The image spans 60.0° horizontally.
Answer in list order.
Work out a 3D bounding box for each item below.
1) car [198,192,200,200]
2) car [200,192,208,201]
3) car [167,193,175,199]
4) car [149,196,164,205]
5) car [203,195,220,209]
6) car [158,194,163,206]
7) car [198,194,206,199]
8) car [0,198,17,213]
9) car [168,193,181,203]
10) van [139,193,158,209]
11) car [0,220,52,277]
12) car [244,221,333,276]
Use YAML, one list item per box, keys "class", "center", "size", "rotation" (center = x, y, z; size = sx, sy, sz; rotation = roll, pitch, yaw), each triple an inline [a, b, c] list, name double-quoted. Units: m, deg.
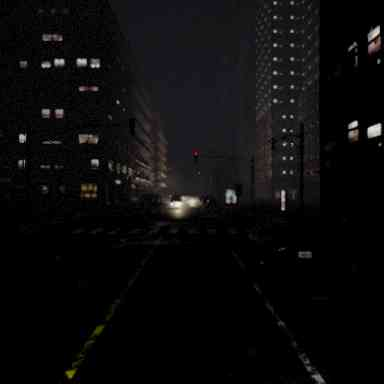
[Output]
- class: "car"
  center: [2.676, 1.147, 70.050]
  size: [1.967, 1.590, 4.097]
  rotation: [0, 0, 0]
- class: "car"
  center: [2.681, 1.211, 53.468]
  size: [1.967, 1.590, 4.097]
  rotation: [0, 0, 0]
- class: "car"
  center: [-5.711, 1.070, 92.158]
  size: [1.967, 1.590, 4.097]
  rotation: [0, 0, 0]
- class: "car"
  center: [-5.700, 1.315, 53.467]
  size: [1.887, 1.381, 4.507]
  rotation: [0, 0, 0]
- class: "car"
  center: [2.684, 1.397, 42.412]
  size: [1.802, 1.307, 4.206]
  rotation: [0, 0, 0]
- class: "car"
  center: [-5.697, 1.108, 47.937]
  size: [2.192, 1.841, 5.009]
  rotation: [0, 0, 0]
- class: "car"
  center: [2.670, 1.193, 86.633]
  size: [1.887, 1.381, 4.507]
  rotation: [0, 0, 0]
- class: "car"
  center: [-18.794, 1.210, 31.247]
  size: [4.313, 1.339, 1.947]
  rotation: [1, -1, 0]
- class: "car"
  center: [-3.019, 1.265, 62.396]
  size: [1.812, 1.442, 4.674]
  rotation: [0, 0, 0]
- class: "van"
  center: [-5.695, 1.156, 42.410]
  size: [1.690, 1.788, 3.998]
  rotation: [0, 0, 0]
- class: "car"
  center: [-5.687, 1.535, 10.017]
  size: [1.802, 1.307, 4.206]
  rotation: [0, 0, 0]
- class: "car"
  center: [2.694, 1.519, 10.007]
  size: [1.947, 1.339, 4.313]
  rotation: [0, 0, 0]
